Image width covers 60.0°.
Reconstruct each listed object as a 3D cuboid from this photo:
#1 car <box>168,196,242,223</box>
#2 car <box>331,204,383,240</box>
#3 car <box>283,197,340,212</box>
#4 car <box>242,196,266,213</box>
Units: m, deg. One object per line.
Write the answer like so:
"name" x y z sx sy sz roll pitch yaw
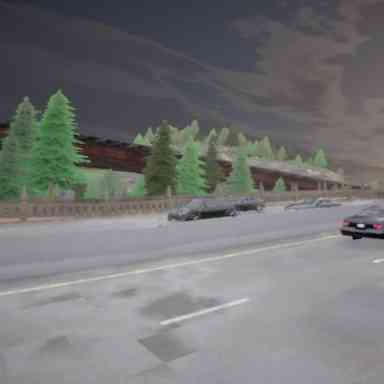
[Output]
"car" 0.676 1.116 21.673 4.553 1.767 2.097 -2 1 -36
"car" 8.450 1.264 14.077 5.357 1.411 2.033 -2 1 -35
"car" 8.263 1.084 22.786 4.902 1.511 2.128 -2 1 -35
"car" 4.193 1.084 28.481 4.902 1.511 2.128 -2 1 -35
